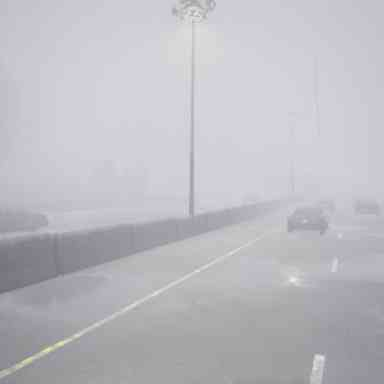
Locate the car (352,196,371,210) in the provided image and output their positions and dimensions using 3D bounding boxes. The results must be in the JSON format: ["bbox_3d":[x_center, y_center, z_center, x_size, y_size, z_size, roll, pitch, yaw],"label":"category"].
[{"bbox_3d":[20.028,1.215,39.377,1.812,1.442,4.674,0,1,25],"label":"car"}]

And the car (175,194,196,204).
[{"bbox_3d":[-0.906,1.073,52.687,1.812,1.442,4.674,0,1,25],"label":"car"}]

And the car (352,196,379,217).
[{"bbox_3d":[15.569,1.305,29.805,1.882,1.535,5.008,0,1,25],"label":"car"}]

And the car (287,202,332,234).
[{"bbox_3d":[6.783,1.509,19.247,1.994,1.385,4.181,0,0,25],"label":"car"}]

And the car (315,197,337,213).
[{"bbox_3d":[13.451,1.290,33.548,2.128,1.511,4.902,0,1,25],"label":"car"}]

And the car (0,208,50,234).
[{"bbox_3d":[-9.935,1.529,16.995,2.033,1.411,5.357,0,0,25],"label":"car"}]

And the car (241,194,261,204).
[{"bbox_3d":[8.612,0.993,48.253,1.994,1.385,4.181,0,1,25],"label":"car"}]
